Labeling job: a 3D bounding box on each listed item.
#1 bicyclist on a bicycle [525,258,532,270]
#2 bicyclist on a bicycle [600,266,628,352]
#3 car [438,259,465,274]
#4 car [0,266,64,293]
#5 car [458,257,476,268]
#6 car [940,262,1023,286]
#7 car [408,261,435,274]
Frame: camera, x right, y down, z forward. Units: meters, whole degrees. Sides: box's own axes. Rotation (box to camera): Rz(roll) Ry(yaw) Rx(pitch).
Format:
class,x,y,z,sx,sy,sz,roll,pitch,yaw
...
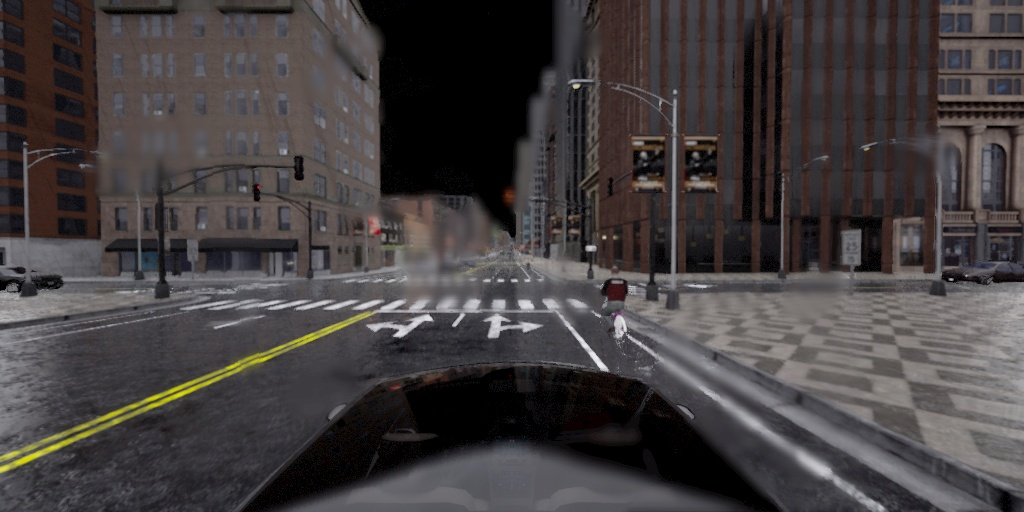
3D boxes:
class,x,y,z,sx,sy,sz,roll,pitch,yaw
bicyclist on a bicycle,2.162,1.075,47.026,0.866,1.612,1.509,0,0,0
bicyclist on a bicycle,2.242,1.102,8.011,0.659,1.776,1.843,0,0,0
car,-6.656,1.257,39.373,1.895,1.301,4.718,0,0,0
car,-28.629,1.287,20.332,5.008,1.535,1.882,0,1,0
car,-6.660,1.182,55.177,1.994,1.385,4.181,0,0,0
car,30.142,1.077,22.470,5.357,1.411,2.033,0,1,0
car,-9.906,1.258,39.368,1.895,1.301,4.718,0,0,0
